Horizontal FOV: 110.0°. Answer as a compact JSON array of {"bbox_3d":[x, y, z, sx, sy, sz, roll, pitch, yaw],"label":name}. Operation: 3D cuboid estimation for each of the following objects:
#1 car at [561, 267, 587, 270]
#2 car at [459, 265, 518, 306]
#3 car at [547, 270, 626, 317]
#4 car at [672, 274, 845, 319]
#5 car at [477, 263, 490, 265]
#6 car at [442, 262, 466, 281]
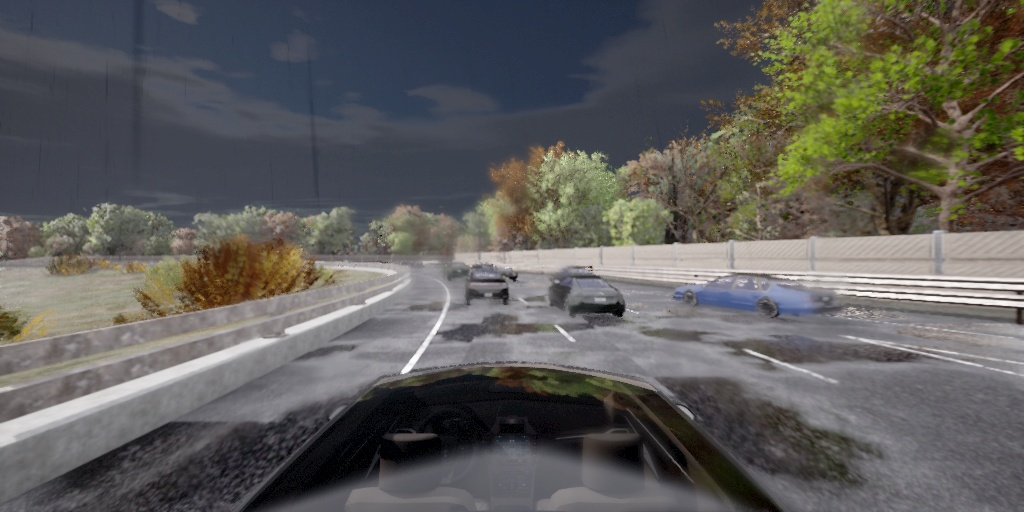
[{"bbox_3d":[4.284,1.484,25.339,2.033,1.411,5.357,0,0,-12],"label":"car"},{"bbox_3d":[-1.281,1.366,16.790,2.128,1.511,4.902,0,0,-8],"label":"car"},{"bbox_3d":[2.665,1.408,13.671,1.994,1.385,4.181,0,0,-6],"label":"car"},{"bbox_3d":[8.661,1.380,13.294,2.033,1.411,5.357,0,0,-23],"label":"car"},{"bbox_3d":[-4.036,1.635,49.246,2.128,1.511,4.902,0,-1,-25],"label":"car"},{"bbox_3d":[-5.282,1.370,33.644,2.097,1.767,4.553,0,0,-18],"label":"car"}]
